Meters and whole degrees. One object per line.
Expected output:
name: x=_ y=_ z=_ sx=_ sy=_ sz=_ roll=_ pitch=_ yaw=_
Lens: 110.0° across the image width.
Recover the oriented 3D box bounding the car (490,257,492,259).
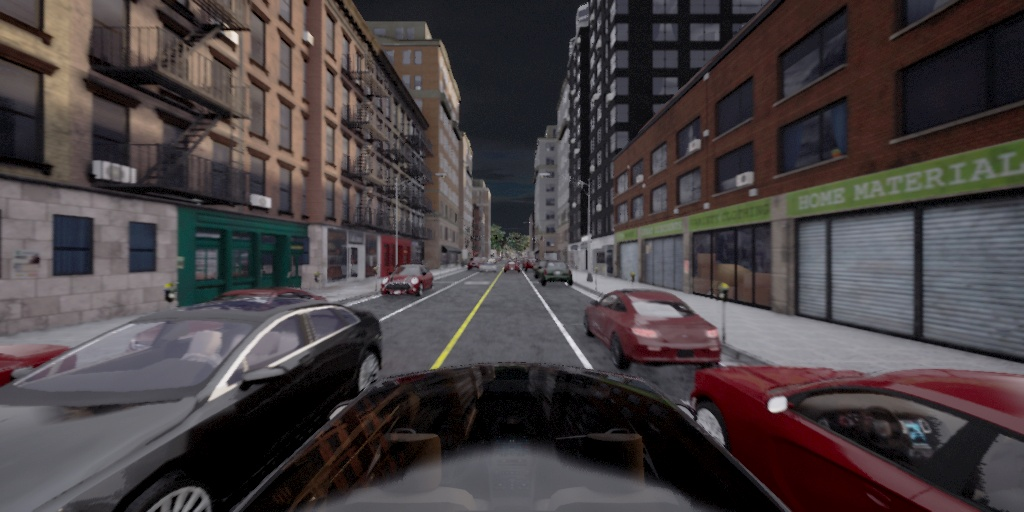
car: x=-5.383 y=1.079 z=64.315 sx=2.192 sy=1.841 sz=5.009 roll=0 pitch=0 yaw=0

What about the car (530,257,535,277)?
car: x=2.997 y=1.112 z=32.596 sx=2.097 sy=1.767 sz=4.553 roll=0 pitch=0 yaw=0

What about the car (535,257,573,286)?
car: x=2.995 y=1.110 z=25.596 sx=2.097 sy=1.767 sz=4.553 roll=0 pitch=0 yaw=0

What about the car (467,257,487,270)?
car: x=-5.384 y=1.078 z=52.959 sx=2.192 sy=1.841 sz=5.009 roll=0 pitch=0 yaw=0

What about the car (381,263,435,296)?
car: x=-5.388 y=1.197 z=18.889 sx=1.967 sy=1.591 sz=4.097 roll=0 pitch=0 yaw=0

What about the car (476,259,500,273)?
car: x=-2.827 y=1.363 z=42.536 sx=1.895 sy=1.301 sz=4.718 roll=0 pitch=0 yaw=0

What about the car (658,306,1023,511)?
car: x=2.638 y=1.295 z=1.844 sx=1.888 sy=1.381 sz=4.507 roll=0 pitch=0 yaw=0

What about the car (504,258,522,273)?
car: x=0.026 y=1.293 z=43.565 sx=1.812 sy=1.442 sz=4.674 roll=0 pitch=0 yaw=0

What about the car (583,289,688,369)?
car: x=2.640 y=1.334 z=7.523 sx=1.802 sy=1.307 sz=4.207 roll=0 pitch=0 yaw=0

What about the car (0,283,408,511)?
car: x=-2.836 y=1.243 z=3.490 sx=2.128 sy=1.511 sz=4.902 roll=0 pitch=0 yaw=0

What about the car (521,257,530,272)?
car: x=2.651 y=1.076 z=47.275 sx=2.192 sy=1.841 sz=5.009 roll=0 pitch=0 yaw=0
